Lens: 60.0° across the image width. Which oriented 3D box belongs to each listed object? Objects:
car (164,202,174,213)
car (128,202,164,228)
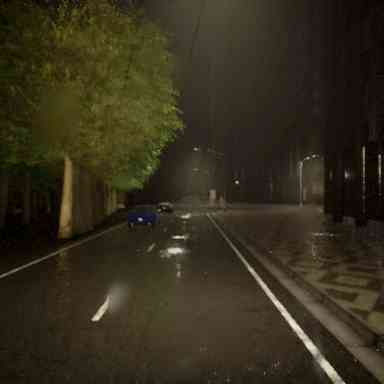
[{"bbox_3d":[-3.337,1.922,41.955,1.994,1.385,4.181,0,-1,0],"label":"car"},{"bbox_3d":[-3.365,1.674,24.180,1.882,1.535,5.008,0,-1,0],"label":"car"}]
